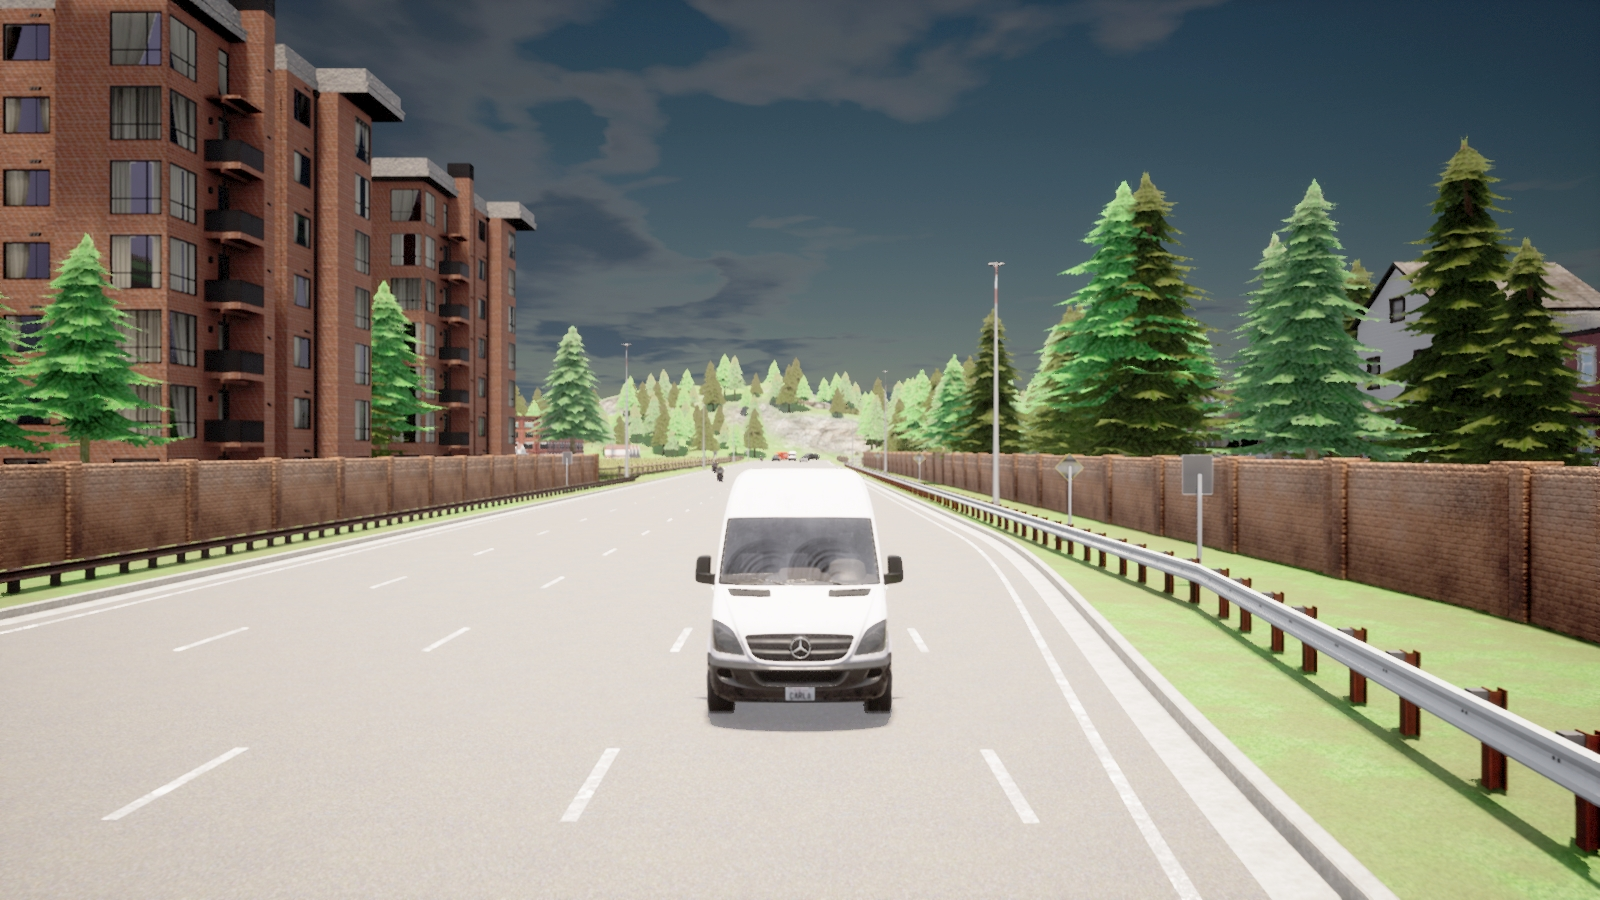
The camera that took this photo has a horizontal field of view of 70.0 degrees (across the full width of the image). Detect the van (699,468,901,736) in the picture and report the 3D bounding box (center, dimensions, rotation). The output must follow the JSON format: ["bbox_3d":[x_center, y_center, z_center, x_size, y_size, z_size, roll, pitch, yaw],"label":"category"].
[{"bbox_3d":[-0.003,1.543,14.223,1.988,2.561,5.915,0,0,0],"label":"van"}]
